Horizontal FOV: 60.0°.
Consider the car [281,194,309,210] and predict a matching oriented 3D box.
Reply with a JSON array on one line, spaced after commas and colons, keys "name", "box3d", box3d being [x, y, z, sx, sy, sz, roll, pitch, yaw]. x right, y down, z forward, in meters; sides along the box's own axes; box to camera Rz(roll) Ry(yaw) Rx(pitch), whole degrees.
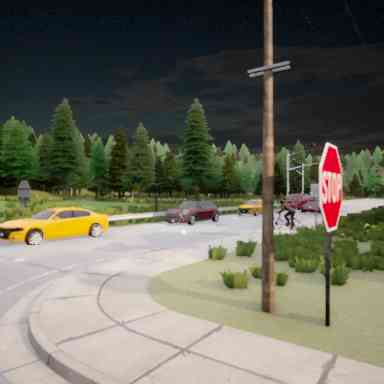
[{"name": "car", "box3d": [13.155, 1.218, 41.717, 2.150, 2.045, 5.566, 0, 0, 37]}]

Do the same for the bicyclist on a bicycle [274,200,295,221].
[{"name": "bicyclist on a bicycle", "box3d": [5.144, 1.298, 18.385, 1.656, 1.620, 0.582, 0, 0, 36]}]

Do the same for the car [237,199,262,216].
[{"name": "car", "box3d": [6.194, 1.471, 32.377, 1.882, 1.535, 5.008, 0, 0, 37]}]

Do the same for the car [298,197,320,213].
[{"name": "car", "box3d": [13.389, 1.559, 35.895, 1.994, 1.385, 4.181, 0, 0, 36]}]

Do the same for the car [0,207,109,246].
[{"name": "car", "box3d": [-6.252, 1.471, 15.560, 1.882, 1.535, 5.008, 0, 0, 37]}]

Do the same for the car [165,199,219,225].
[{"name": "car", "box3d": [0.063, 1.346, 24.098, 2.097, 1.767, 4.553, 0, 0, 36]}]
